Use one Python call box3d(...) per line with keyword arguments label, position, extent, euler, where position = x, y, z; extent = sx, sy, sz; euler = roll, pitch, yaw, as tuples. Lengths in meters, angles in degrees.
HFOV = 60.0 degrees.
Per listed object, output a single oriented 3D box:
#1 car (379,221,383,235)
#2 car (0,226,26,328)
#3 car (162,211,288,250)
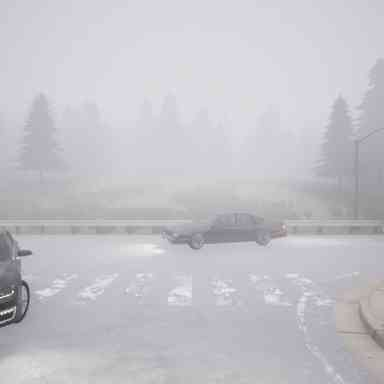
box3d(label="car", position=(11.240, 1.492, 15.187), extent=(4.902, 1.511, 2.128), euler=(0, 0, 0))
box3d(label="car", position=(-4.456, 1.505, 6.671), extent=(1.837, 1.490, 4.892), euler=(0, 0, -28))
box3d(label="car", position=(1.461, 1.548, 14.311), extent=(5.357, 1.411, 2.033), euler=(0, 0, -20))
